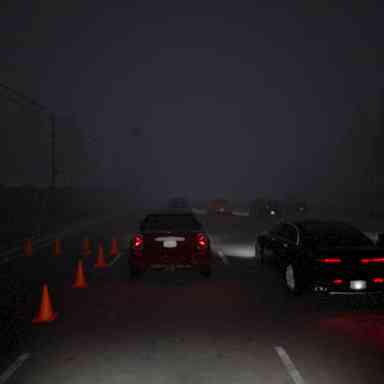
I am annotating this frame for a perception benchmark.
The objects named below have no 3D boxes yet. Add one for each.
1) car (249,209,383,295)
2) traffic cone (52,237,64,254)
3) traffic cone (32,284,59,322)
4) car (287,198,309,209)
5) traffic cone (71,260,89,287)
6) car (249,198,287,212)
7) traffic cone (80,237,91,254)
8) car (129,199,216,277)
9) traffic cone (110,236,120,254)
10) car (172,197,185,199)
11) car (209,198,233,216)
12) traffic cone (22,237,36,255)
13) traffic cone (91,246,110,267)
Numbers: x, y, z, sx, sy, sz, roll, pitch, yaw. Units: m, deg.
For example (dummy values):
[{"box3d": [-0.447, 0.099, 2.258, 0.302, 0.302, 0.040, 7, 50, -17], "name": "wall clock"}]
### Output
[{"box3d": [2.953, 1.423, 8.476, 1.837, 1.490, 4.892, 0, 0, -2], "name": "car"}, {"box3d": [-4.765, 1.891, 11.795, 0.340, 0.580, 0.340, 0, 0, -2], "name": "traffic cone"}, {"box3d": [-2.577, 1.924, 5.861, 0.340, 0.580, 0.340, 0, 0, -2], "name": "traffic cone"}, {"box3d": [9.247, 1.241, 30.615, 1.812, 1.442, 4.674, 0, 0, -2], "name": "car"}, {"box3d": [-2.640, 1.909, 7.860, 0.340, 0.580, 0.340, 0, 0, -2], "name": "traffic cone"}, {"box3d": [5.870, 1.266, 26.989, 1.837, 1.490, 4.892, 0, 0, -2], "name": "car"}, {"box3d": [-3.765, 1.885, 11.826, 0.340, 0.580, 0.340, 0, 0, -2], "name": "traffic cone"}, {"box3d": [-0.604, 1.276, 10.241, 2.097, 1.767, 4.553, 0, 0, -2], "name": "car"}, {"box3d": [-2.766, 1.880, 11.858, 0.340, 0.580, 0.340, 0, 0, -2], "name": "traffic cone"}, {"box3d": [-1.262, 1.274, 31.174, 1.837, 1.490, 4.892, 0, 0, -2], "name": "car"}, {"box3d": [2.311, 1.244, 28.912, 1.882, 1.535, 5.008, 0, 0, -2], "name": "car"}, {"box3d": [-5.764, 1.897, 11.764, 0.340, 0.580, 0.340, 0, 0, -2], "name": "traffic cone"}, {"box3d": [-2.703, 1.894, 9.859, 0.340, 0.580, 0.340, 0, 0, -2], "name": "traffic cone"}]
